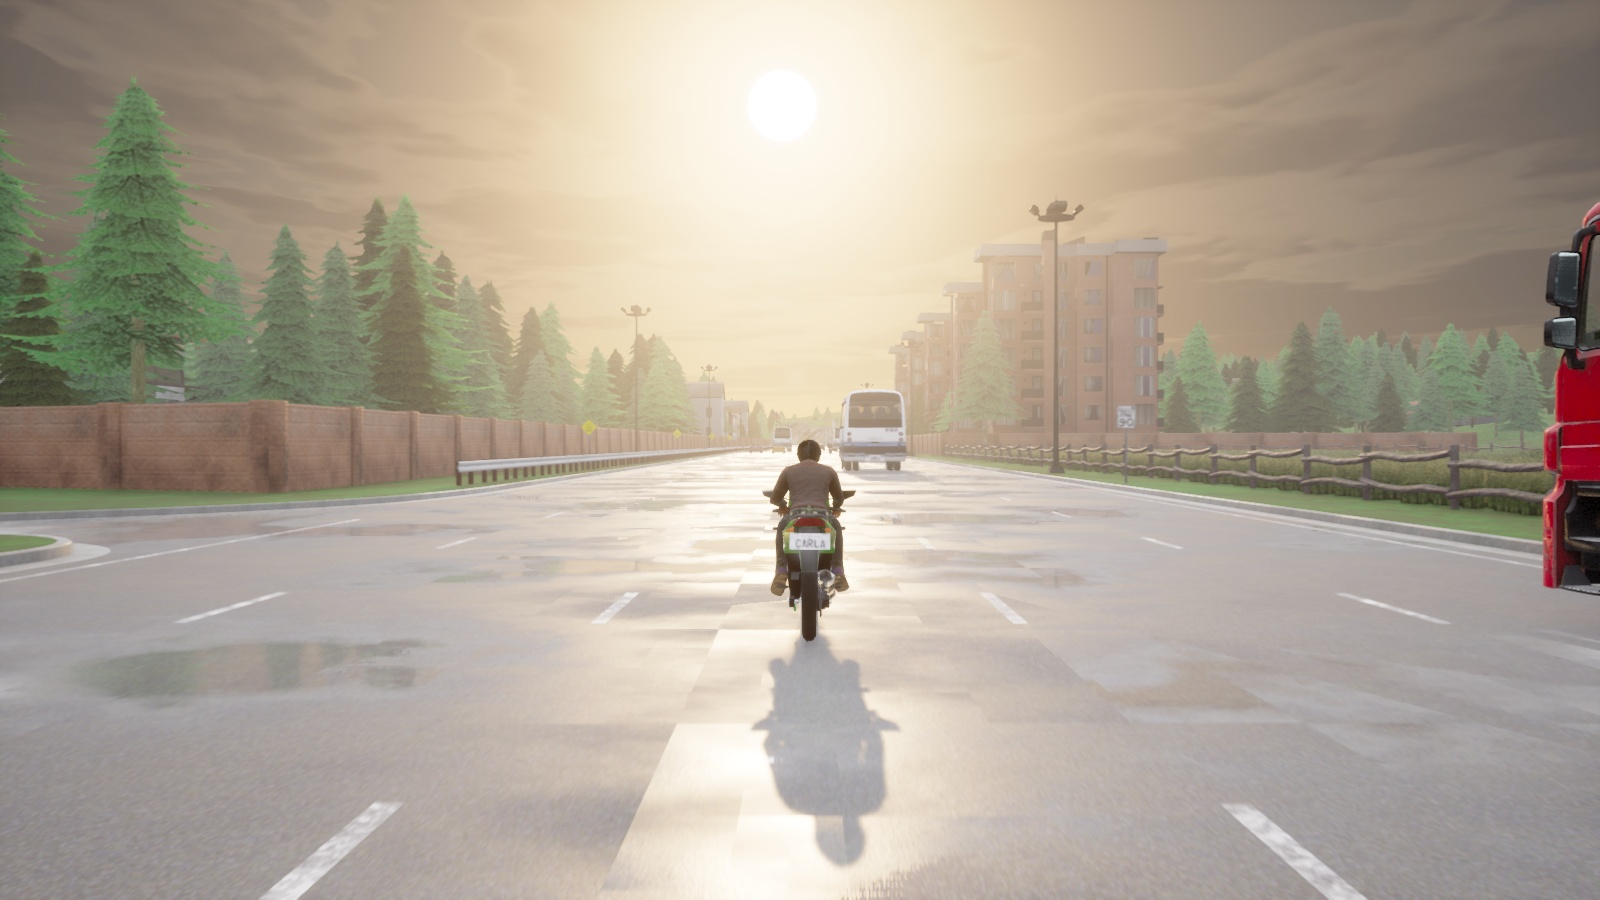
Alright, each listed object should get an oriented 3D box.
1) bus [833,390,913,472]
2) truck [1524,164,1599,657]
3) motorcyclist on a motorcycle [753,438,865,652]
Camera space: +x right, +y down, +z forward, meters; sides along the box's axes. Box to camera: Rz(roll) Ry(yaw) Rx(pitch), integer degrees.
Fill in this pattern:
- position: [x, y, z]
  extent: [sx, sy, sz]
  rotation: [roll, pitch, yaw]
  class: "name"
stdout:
- position: [3.911, -1.024, 70.478]
  extent: [3.944, 4.253, 10.273]
  rotation: [0, 0, 0]
  class: "bus"
- position: [7.048, -0.262, 5.770]
  extent: [2.891, 3.462, 7.936]
  rotation: [0, 0, 0]
  class: "truck"
- position: [0.071, 0.672, 9.979]
  extent: [0.797, 1.523, 2.044]
  rotation: [0, 0, 0]
  class: "motorcyclist on a motorcycle"
